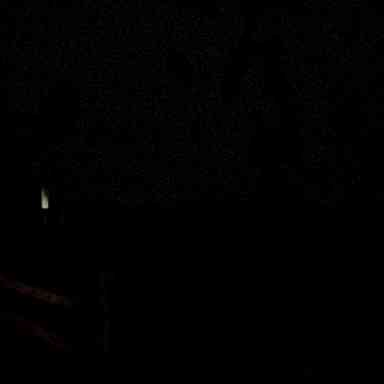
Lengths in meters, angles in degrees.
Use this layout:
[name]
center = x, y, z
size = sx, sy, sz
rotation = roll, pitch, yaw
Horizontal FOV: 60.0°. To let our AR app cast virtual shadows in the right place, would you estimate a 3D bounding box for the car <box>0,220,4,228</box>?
[car]
center = -13.850, 1.639, 19.573
size = 1.882, 1.535, 5.008
rotation = -1, -1, 35
